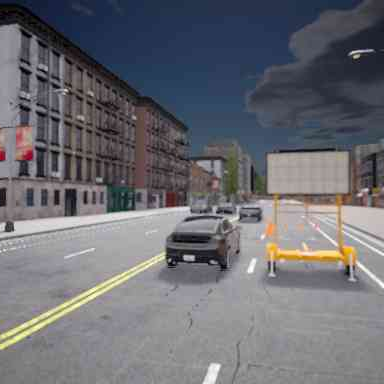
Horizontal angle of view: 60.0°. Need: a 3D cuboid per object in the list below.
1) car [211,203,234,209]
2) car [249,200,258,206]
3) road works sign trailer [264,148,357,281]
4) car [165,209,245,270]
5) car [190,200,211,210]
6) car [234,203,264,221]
[{"bbox_3d":[4.017,1.924,38.398,2.033,1.411,5.357,0,-1,15],"label":"car"},{"bbox_3d":[14.565,2.529,78.575,1.895,1.301,4.718,0,-2,15],"label":"car"},{"bbox_3d":[3.482,0.498,10.127,2.380,3.560,2.880,0,0,15],"label":"road works sign trailer"},{"bbox_3d":[0.535,1.551,11.295,1.837,1.490,4.892,0,-1,15],"label":"car"},{"bbox_3d":[1.196,1.762,40.463,2.097,1.767,4.553,0,-1,15],"label":"car"},{"bbox_3d":[5.306,1.727,29.652,2.128,1.511,4.902,0,-1,15],"label":"car"}]
